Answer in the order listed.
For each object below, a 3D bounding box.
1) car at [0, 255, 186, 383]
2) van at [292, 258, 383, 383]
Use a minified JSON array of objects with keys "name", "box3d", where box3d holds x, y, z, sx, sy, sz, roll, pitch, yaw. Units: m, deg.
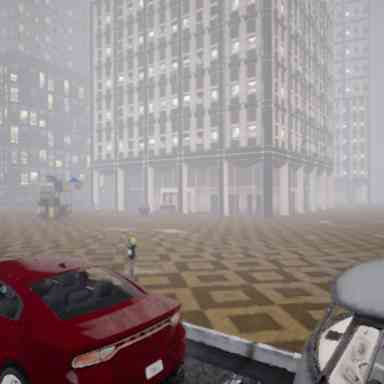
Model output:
[{"name":"car","box3d":[-2.178,1.542,4.454,4.507,1.381,1.887,0,0,35]},{"name":"van","box3d":[2.391,1.336,1.324,3.998,1.788,1.690,0,0,35]}]
